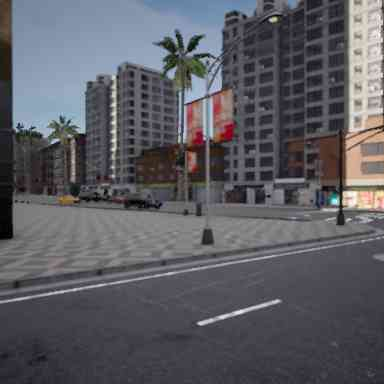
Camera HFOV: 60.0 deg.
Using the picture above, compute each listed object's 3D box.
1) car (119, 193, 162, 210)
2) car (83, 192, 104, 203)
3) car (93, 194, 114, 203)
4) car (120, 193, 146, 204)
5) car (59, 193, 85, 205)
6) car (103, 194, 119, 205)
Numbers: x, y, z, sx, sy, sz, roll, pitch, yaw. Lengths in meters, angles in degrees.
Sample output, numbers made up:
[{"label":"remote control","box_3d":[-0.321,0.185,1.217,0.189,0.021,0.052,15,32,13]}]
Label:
[{"label":"car","box_3d":[-6.084,1.097,40.602,5.566,2.045,2.150,0,0,42]},{"label":"car","box_3d":[-19.451,0.951,62.461,2.150,2.045,5.566,0,1,-44]},{"label":"car","box_3d":[-17.411,1.223,65.025,1.837,1.490,4.892,0,1,-44]},{"label":"car","box_3d":[-10.364,1.134,58.146,4.553,1.767,2.097,0,0,45]},{"label":"car","box_3d":[-19.593,1.305,53.403,5.008,1.535,1.882,0,0,45]},{"label":"car","box_3d":[-12.354,1.318,55.547,4.674,1.442,1.812,0,0,45]}]
